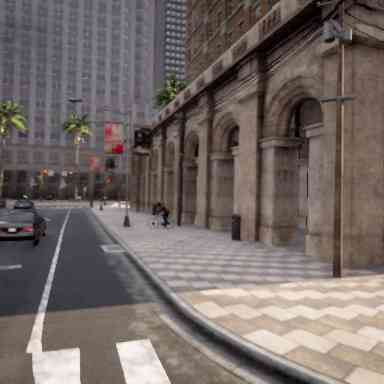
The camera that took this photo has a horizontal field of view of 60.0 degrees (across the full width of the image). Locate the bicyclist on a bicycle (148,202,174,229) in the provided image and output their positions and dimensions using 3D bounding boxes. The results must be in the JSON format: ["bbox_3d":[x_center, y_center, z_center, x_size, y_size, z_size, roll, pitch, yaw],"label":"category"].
[{"bbox_3d":[-1.849,1.447,20.128,1.656,1.620,0.582,1,0,-20],"label":"bicyclist on a bicycle"}]

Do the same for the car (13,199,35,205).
[{"bbox_3d":[-20.478,1.525,40.581,1.994,1.385,4.181,1,-1,-19],"label":"car"}]

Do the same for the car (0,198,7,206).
[{"bbox_3d":[-24.719,1.454,41.897,1.994,1.385,4.181,1,-1,-19],"label":"car"}]

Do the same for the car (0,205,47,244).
[{"bbox_3d":[-7.869,1.535,15.332,2.033,1.411,5.357,1,-1,-20],"label":"car"}]
